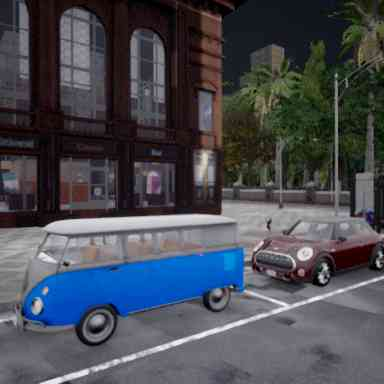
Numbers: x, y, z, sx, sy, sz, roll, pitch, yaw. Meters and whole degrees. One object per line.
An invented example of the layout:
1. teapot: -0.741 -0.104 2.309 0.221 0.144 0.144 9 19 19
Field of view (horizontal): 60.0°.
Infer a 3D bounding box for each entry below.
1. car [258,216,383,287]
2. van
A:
1. car: 3.536 1.434 9.222 4.097 1.590 1.967 0 0 -36
2. van: -0.864 1.339 6.046 3.998 1.788 1.690 0 0 -36
